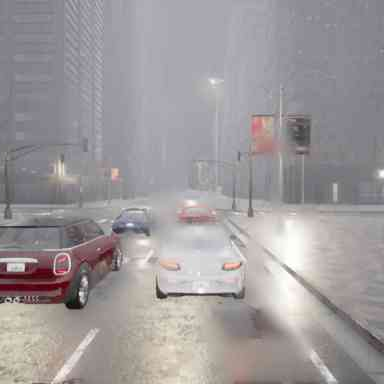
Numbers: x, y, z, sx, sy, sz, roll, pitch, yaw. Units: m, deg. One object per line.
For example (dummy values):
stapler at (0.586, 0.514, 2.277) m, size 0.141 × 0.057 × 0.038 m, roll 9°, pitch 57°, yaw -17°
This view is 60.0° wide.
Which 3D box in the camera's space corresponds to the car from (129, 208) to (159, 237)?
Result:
car at (-2.984, 1.556, 18.129) m, size 1.994 × 1.385 × 4.181 m, roll 0°, pitch 0°, yaw 1°

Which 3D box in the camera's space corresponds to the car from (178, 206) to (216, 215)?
car at (0.263, 1.470, 17.638) m, size 1.882 × 1.535 × 5.008 m, roll 0°, pitch 0°, yaw 0°

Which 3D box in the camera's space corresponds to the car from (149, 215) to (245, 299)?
car at (0.182, 1.523, 8.309) m, size 1.812 × 1.442 × 4.674 m, roll 0°, pitch 0°, yaw 0°

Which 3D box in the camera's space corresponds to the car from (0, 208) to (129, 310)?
car at (-3.085, 1.350, 7.996) m, size 2.097 × 1.767 × 4.553 m, roll 0°, pitch 0°, yaw 0°
